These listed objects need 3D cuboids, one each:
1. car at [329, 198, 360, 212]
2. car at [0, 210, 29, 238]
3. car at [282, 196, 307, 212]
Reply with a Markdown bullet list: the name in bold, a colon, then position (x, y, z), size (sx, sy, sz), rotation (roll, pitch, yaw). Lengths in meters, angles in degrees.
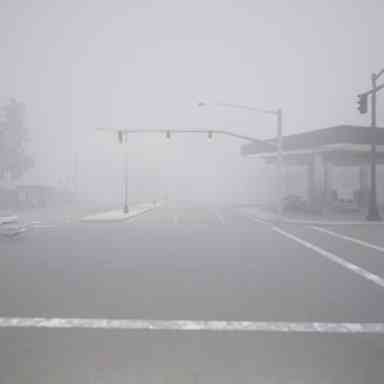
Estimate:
- **car**: position (16.281, 1.358, 35.657), size (1.970, 1.475, 3.806), rotation (0, 0, 2)
- **car**: position (-10.014, 1.501, 15.346), size (4.674, 1.442, 1.812), rotation (0, 0, 3)
- **car**: position (10.520, 1.201, 35.031), size (2.242, 1.667, 4.611), rotation (0, 0, 2)
